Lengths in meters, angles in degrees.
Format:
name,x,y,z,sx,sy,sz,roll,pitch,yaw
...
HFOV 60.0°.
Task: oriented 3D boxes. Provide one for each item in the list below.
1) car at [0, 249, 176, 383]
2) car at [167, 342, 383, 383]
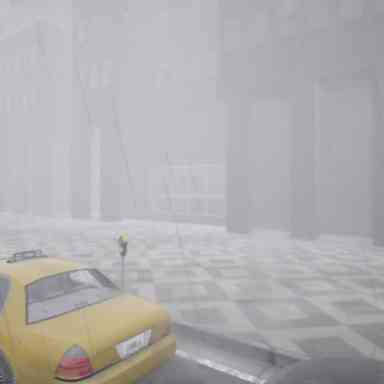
name,x,y,z,sx,sy,sz,roll,pitch,yaw
car,-2.467,1.493,4.724,4.829,1.417,1.752,0,0,36
car,2.250,1.559,1.358,4.403,1.369,2.008,0,0,36
